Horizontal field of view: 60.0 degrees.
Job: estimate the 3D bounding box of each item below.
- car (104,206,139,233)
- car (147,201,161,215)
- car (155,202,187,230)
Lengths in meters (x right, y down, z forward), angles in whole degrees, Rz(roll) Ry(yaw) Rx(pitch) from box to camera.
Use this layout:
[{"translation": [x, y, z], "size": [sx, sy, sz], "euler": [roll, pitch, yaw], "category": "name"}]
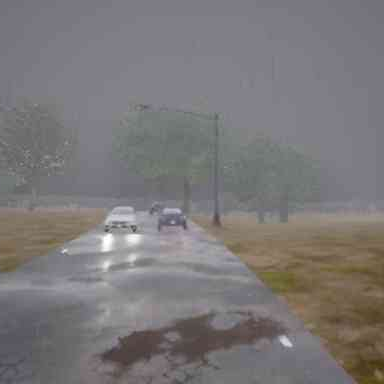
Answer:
[{"translation": [-4.318, 1.642, 20.945], "size": [1.812, 1.442, 4.674], "euler": [0, -1, -6], "category": "car"}, {"translation": [-4.230, 1.883, 39.862], "size": [1.837, 1.490, 4.892], "euler": [0, -2, -12], "category": "car"}, {"translation": [-1.380, 1.655, 22.124], "size": [1.812, 1.442, 4.674], "euler": [0, 0, -6], "category": "car"}]
